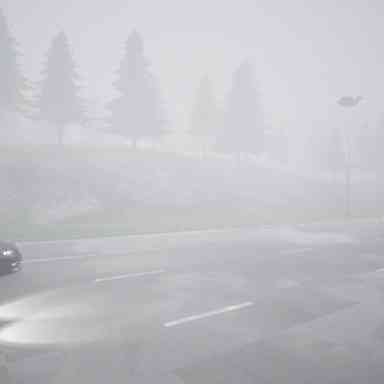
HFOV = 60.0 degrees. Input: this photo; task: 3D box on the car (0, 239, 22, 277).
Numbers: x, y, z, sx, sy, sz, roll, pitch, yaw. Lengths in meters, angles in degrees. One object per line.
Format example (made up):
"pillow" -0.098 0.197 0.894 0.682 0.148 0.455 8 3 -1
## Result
"car" -6.650 1.479 7.601 4.902 1.511 2.128 1 0 -36
